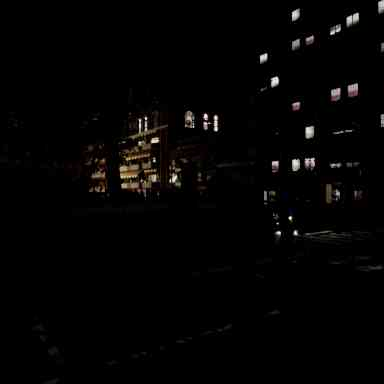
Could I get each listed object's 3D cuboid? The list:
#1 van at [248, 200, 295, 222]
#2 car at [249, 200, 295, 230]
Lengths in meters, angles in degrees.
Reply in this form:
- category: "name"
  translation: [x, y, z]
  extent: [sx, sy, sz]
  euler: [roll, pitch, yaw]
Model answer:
- category: "van"
  translation: [7.136, 1.643, 30.187]
  extent: [1.690, 1.788, 3.998]
  euler: [-1, 0, -36]
- category: "car"
  translation: [4.918, 1.605, 23.421]
  extent: [2.097, 1.767, 4.553]
  euler: [0, -1, -36]
